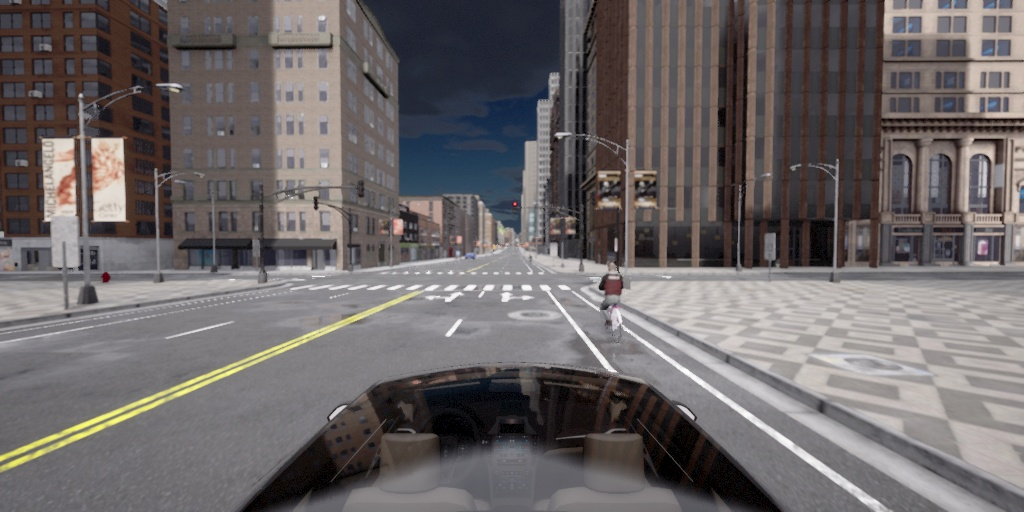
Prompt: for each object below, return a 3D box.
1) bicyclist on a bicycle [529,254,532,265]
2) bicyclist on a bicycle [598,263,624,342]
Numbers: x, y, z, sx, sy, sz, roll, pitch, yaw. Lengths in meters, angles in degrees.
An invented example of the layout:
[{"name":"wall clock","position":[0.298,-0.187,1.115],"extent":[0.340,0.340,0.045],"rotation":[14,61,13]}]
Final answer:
[{"name":"bicyclist on a bicycle","position":[2.933,0.507,56.616],"extent":[0.659,1.776,1.843],"rotation":[0,1,1]},{"name":"bicyclist on a bicycle","position":[2.333,1.039,8.568],"extent":[0.659,1.776,1.843],"rotation":[0,1,1]}]
